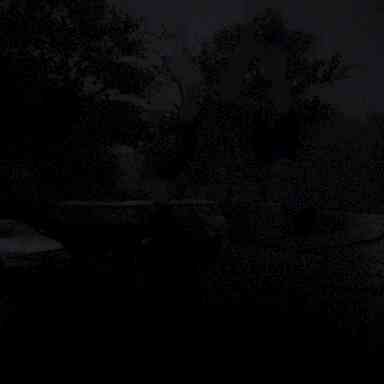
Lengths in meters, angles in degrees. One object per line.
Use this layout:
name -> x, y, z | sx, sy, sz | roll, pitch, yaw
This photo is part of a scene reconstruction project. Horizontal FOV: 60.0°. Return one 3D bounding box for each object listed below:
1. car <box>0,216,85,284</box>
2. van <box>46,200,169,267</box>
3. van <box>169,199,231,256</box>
car -> -5.514, 1.529, 9.644 | 4.674, 1.452, 2.002 | -1, -1, 34
van -> -3.217, 1.273, 11.413 | 4.442, 1.987, 1.878 | -1, -1, 34
van -> -0.622, 1.279, 12.998 | 4.442, 1.987, 1.878 | -1, -1, 34
